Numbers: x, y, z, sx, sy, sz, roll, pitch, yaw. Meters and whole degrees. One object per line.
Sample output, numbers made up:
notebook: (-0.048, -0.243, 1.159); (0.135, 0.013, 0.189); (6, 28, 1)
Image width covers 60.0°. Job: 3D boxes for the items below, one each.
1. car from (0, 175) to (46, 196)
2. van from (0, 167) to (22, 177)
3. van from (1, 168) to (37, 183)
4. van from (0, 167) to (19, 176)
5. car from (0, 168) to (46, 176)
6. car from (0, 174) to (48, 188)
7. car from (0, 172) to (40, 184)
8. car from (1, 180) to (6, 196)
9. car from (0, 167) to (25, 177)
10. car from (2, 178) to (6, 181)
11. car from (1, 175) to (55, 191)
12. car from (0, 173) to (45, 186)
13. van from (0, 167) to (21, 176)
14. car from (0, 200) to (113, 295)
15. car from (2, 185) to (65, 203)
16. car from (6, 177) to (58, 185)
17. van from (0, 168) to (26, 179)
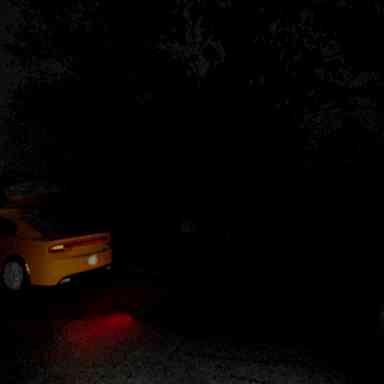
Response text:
car: (-12.711, -0.261, 26.818); (5.366, 1.575, 1.946); (0, 5, -31)
van: (-40.676, -4.474, 74.595); (4.442, 1.987, 1.878); (0, 4, -31)
van: (-25.114, -2.348, 48.336); (4.442, 1.987, 1.878); (0, 4, -31)
van: (-43.699, -4.860, 79.237); (4.442, 1.987, 1.878); (0, 4, -31)
car: (-15.333, -0.942, 31.661); (5.566, 2.045, 2.435); (0, 5, -31)
car: (-19.631, -1.313, 38.914); (4.792, 1.488, 2.163); (0, 4, -31)
car: (-23.809, -1.931, 45.916); (5.008, 1.535, 2.097); (0, 4, -31)
car: (-9.762, 0.204, 22.148); (4.792, 1.488, 2.163); (0, 4, -31)
car: (-39.391, -4.307, 72.142); (5.566, 2.045, 2.435); (0, 4, -31)
car: (-11.148, -0.002, 24.538); (4.674, 1.452, 2.002); (0, 5, -31)
car: (-16.801, -0.878, 34.026); (4.792, 1.488, 2.163); (0, 5, -31)
car: (-20.973, -1.508, 41.178); (4.792, 1.488, 2.163); (0, 4, -31)
van: (-42.022, -4.658, 76.865); (4.442, 1.987, 1.878); (0, 4, -31)
car: (-4.157, 1.107, 7.626); (5.008, 1.535, 1.882); (2, 1, 26)
car: (-6.987, 0.598, 17.512); (5.008, 1.535, 2.097); (0, 5, -31)
car: (-8.359, 0.256, 19.899); (4.553, 1.767, 2.185); (0, 5, -31)
van: (-35.041, -3.704, 65.086); (4.442, 1.987, 1.878); (0, 4, -31)
